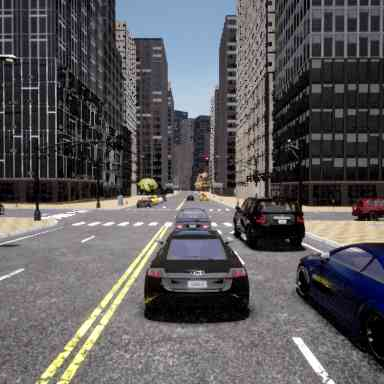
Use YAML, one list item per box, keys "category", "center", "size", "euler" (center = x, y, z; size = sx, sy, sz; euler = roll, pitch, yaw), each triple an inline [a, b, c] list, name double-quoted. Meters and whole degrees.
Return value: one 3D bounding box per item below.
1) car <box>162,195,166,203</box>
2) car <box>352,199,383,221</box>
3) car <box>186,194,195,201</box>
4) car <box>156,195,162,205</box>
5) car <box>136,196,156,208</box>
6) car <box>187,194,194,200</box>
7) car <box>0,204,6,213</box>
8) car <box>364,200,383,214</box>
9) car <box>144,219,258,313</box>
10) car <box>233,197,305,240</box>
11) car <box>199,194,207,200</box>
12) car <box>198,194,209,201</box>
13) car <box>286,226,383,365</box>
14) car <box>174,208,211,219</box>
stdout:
- category: "car"
  center: [-6.824, 1.469, 66.530]
  size: [1.812, 1.442, 4.674]
  euler: [0, 0, 0]
- category: "car"
  center: [16.078, 1.520, 27.892]
  size: [5.009, 1.841, 2.192]
  euler: [1, 0, 1]
- category: "car"
  center: [-0.351, 1.426, 79.386]
  size: [1.837, 1.490, 4.892]
  euler: [0, 0, 0]
- category: "car"
  center: [-6.835, 1.433, 57.082]
  size: [1.882, 1.535, 5.008]
  euler: [0, 0, 0]
- category: "car"
  center: [-6.803, 1.530, 48.153]
  size: [1.994, 1.385, 4.181]
  euler: [0, 0, 0]
- category: "car"
  center: [-0.395, 1.387, 89.445]
  size: [1.882, 1.535, 5.008]
  euler: [0, 0, 0]
- category: "car"
  center: [-19.939, 1.345, 30.916]
  size: [4.892, 1.490, 1.837]
  euler: [1, 1, 1]
- category: "car"
  center: [21.650, 1.643, 36.204]
  size: [4.829, 1.417, 1.752]
  euler: [1, 0, 1]
- category: "car"
  center: [0.068, 1.560, 7.756]
  size: [1.994, 1.385, 4.181]
  euler: [0, 0, -1]
- category: "car"
  center: [3.308, 1.213, 15.207]
  size: [2.150, 2.045, 5.566]
  euler: [0, 0, -2]
- category: "car"
  center: [2.857, 1.243, 89.041]
  size: [1.837, 1.490, 4.892]
  euler: [0, 0, 0]
- category: "car"
  center: [2.903, 1.396, 78.624]
  size: [1.882, 1.535, 5.008]
  euler: [0, 0, 0]
- category: "car"
  center: [3.334, 1.561, 5.786]
  size: [1.994, 1.385, 4.181]
  euler: [0, 0, -1]
- category: "car"
  center: [0.025, 1.538, 16.978]
  size: [2.033, 1.411, 5.357]
  euler: [0, 0, 0]
